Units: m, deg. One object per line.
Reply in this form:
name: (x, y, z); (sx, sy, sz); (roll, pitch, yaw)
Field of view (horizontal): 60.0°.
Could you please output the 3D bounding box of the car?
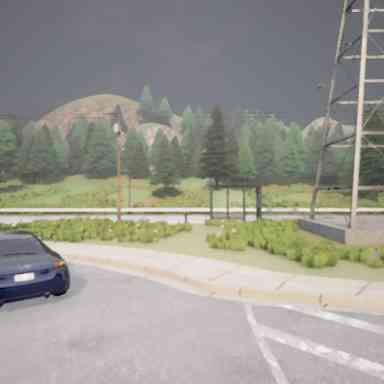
car: (-4.494, 1.621, 7.927); (1.994, 1.385, 4.181); (0, -1, -40)
